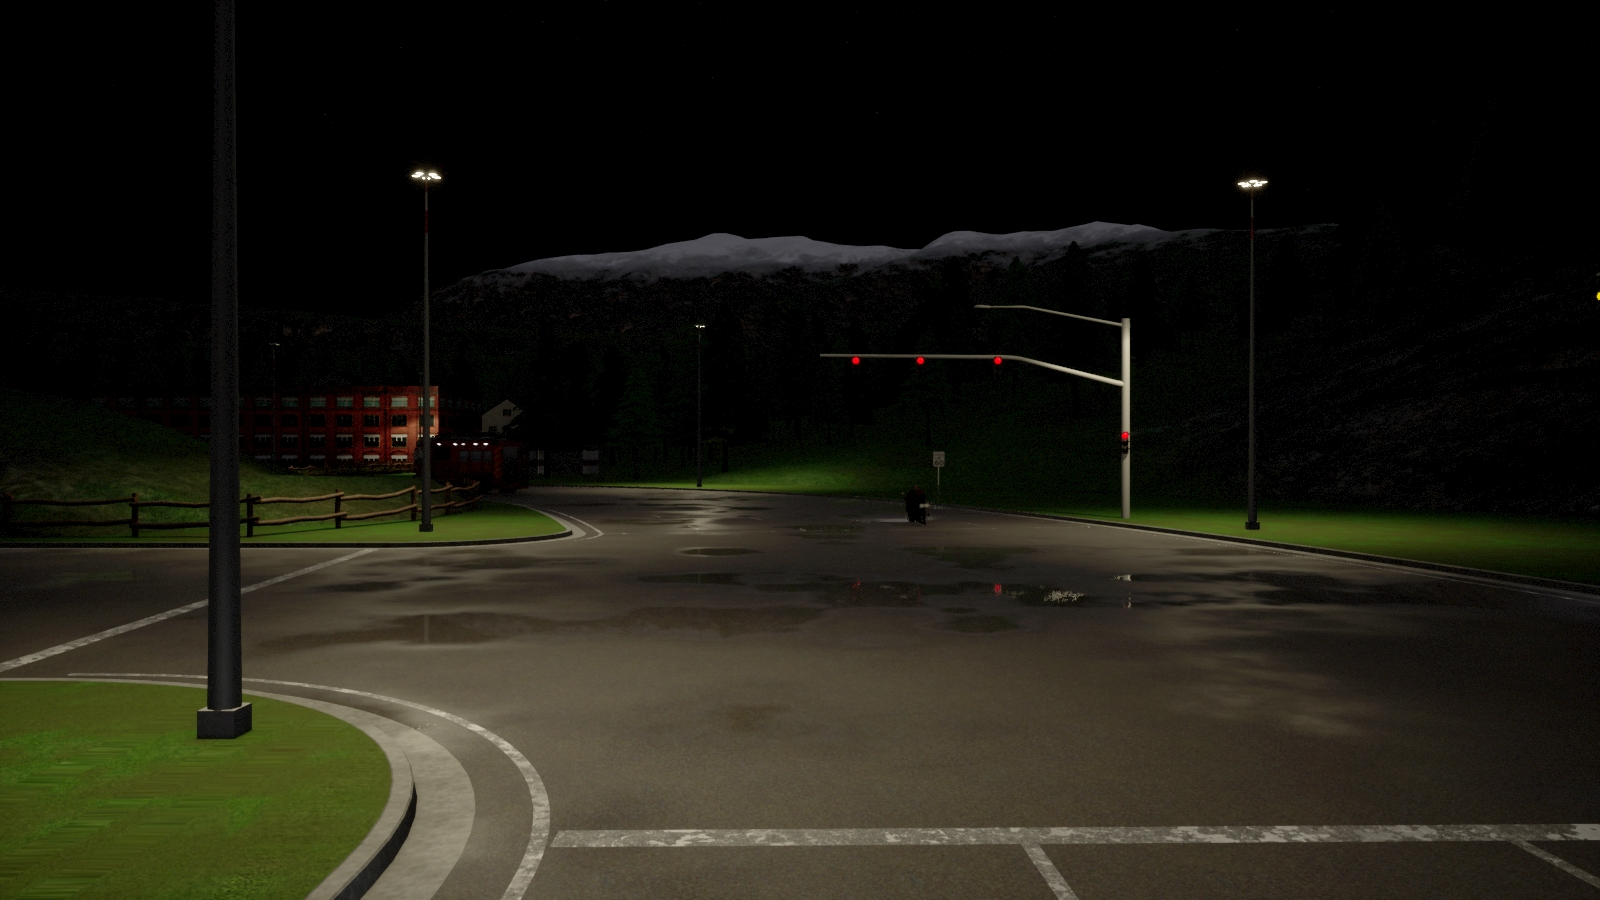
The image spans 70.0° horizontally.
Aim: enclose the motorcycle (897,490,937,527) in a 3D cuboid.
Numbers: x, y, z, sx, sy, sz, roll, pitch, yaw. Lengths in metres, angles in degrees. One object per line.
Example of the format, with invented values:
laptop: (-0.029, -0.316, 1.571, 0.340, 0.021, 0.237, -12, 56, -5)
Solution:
motorcycle: (4.419, 2.205, 43.304, 0.867, 1.251, 2.209, -2, 0, -10)
